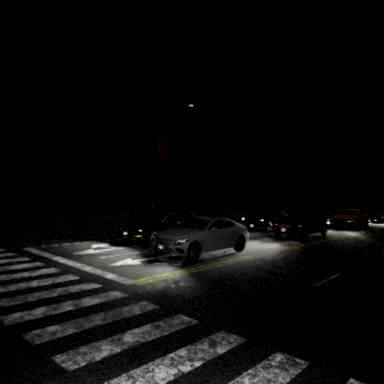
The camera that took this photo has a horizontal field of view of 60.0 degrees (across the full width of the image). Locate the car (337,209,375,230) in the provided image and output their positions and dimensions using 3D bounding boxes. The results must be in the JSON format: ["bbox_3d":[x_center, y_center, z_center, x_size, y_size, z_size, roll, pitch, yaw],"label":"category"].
[{"bbox_3d":[12.900,2.116,27.022,1.882,1.535,5.008,2,0,42],"label":"car"}]

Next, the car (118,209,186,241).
[{"bbox_3d":[-1.245,1.595,16.068,1.837,1.490,4.892,2,0,42],"label":"car"}]

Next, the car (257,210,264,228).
[{"bbox_3d":[5.424,1.959,23.539,1.895,1.301,4.718,2,0,42],"label":"car"}]

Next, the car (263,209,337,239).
[{"bbox_3d":[6.643,1.877,20.024,2.128,1.511,4.902,2,0,42],"label":"car"}]

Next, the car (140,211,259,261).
[{"bbox_3d":[0.492,1.664,13.106,1.812,1.442,4.674,2,0,42],"label":"car"}]

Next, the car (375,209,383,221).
[{"bbox_3d":[19.965,2.474,34.879,2.033,1.411,5.357,2,0,42],"label":"car"}]

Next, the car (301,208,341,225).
[{"bbox_3d":[12.139,2.232,31.049,1.895,1.301,4.718,2,0,42],"label":"car"}]
